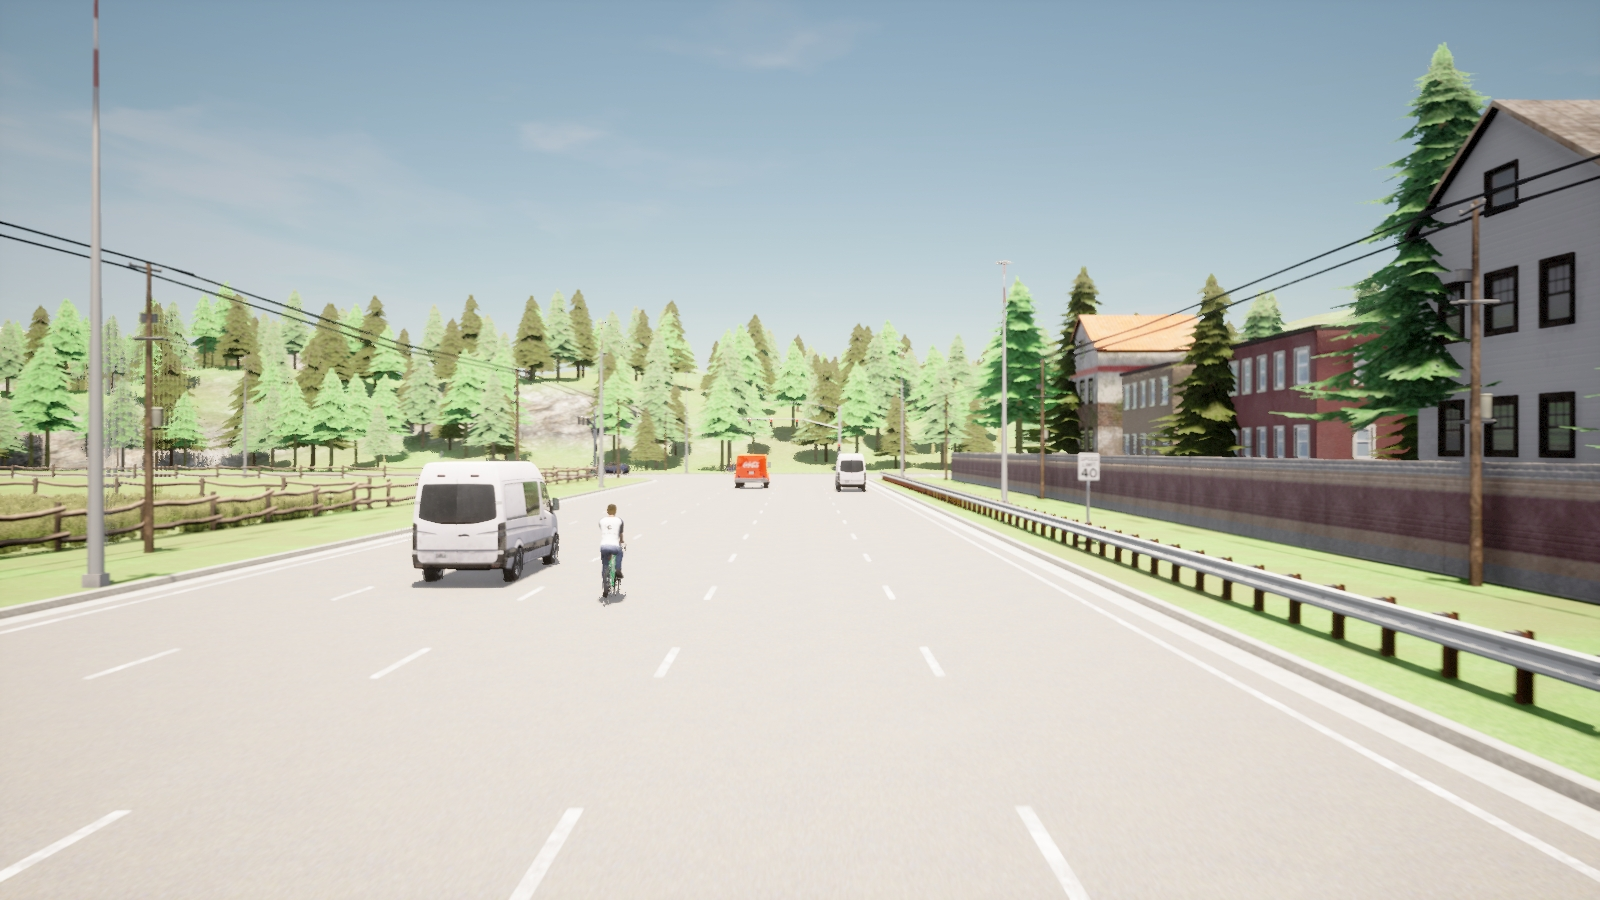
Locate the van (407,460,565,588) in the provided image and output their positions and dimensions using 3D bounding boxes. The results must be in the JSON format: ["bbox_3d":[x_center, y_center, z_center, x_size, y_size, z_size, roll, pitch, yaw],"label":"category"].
[{"bbox_3d":[-6.998,1.534,26.208,1.988,2.561,5.915,0,0,0],"label":"van"}]

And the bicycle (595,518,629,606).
[{"bbox_3d":[-3.501,2.056,21.362,0.373,1.496,1.643,0,0,0],"label":"bicycle"}]
